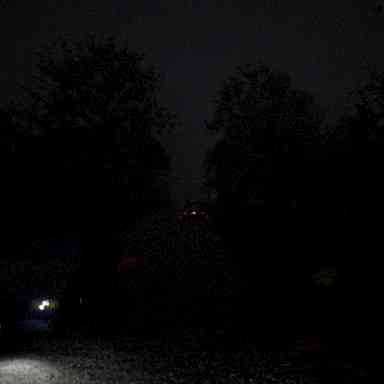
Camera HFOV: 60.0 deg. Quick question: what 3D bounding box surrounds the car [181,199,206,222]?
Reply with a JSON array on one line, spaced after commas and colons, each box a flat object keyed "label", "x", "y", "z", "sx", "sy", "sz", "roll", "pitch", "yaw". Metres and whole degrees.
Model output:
[{"label": "car", "x": 0.150, "y": 1.546, "z": 26.142, "sx": 2.033, "sy": 1.411, "sz": 5.357, "roll": 0, "pitch": 0, "yaw": 0}]

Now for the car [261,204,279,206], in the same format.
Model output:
[{"label": "car", "x": 20.040, "y": 4.410, "z": 89.106, "sx": 2.435, "sy": 2.045, "sz": 5.566, "roll": 0, "pitch": 1, "yaw": -18}]

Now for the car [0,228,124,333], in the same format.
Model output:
[{"label": "car", "x": -2.835, "y": 1.547, "z": 7.366, "sx": 2.033, "sy": 1.411, "sz": 5.357, "roll": 0, "pitch": 0, "yaw": 0}]
